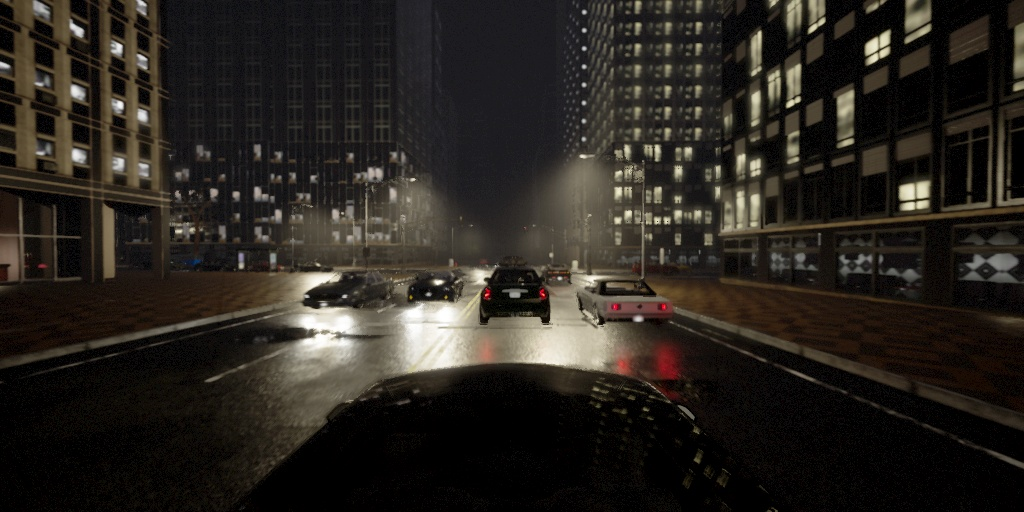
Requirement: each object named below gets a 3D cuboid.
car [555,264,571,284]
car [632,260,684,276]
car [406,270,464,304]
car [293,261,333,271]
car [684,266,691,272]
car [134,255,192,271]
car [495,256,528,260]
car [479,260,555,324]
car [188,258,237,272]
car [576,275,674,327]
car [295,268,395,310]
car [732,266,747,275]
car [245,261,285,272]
[{"bbox_3d":[3.327,1.324,27.342,1.837,1.490,4.892,0,0,0],"label":"car"},{"bbox_3d":[16.158,1.386,40.600,5.009,1.841,2.192,0,0,1],"label":"car"},{"bbox_3d":[-3.357,1.357,16.386,1.994,1.385,4.181,0,0,0],"label":"car"},{"bbox_3d":[-22.767,1.298,41.093,4.313,1.339,1.948,0,0,1],"label":"car"},{"bbox_3d":[21.761,1.536,48.891,4.829,1.417,1.751,0,0,1],"label":"car"},{"bbox_3d":[-42.945,0.869,44.231,4.553,1.767,2.097,1,1,2],"label":"car"},{"bbox_3d":[0.077,1.040,27.867,2.150,2.045,5.566,0,-1,0],"label":"car"},{"bbox_3d":[0.089,1.133,12.268,2.097,1.767,4.553,0,0,0],"label":"car"},{"bbox_3d":[-34.132,1.197,41.389,4.313,1.339,1.948,0,0,1],"label":"car"},{"bbox_3d":[3.341,1.380,11.691,1.895,1.301,4.718,0,0,0],"label":"car"},{"bbox_3d":[-6.610,1.338,15.259,2.033,1.411,5.357,0,0,0],"label":"car"},{"bbox_3d":[27.607,1.693,40.414,4.829,1.417,1.751,0,0,1],"label":"car"},{"bbox_3d":[-28.451,1.264,41.221,4.207,1.307,1.802,0,0,1],"label":"car"}]
